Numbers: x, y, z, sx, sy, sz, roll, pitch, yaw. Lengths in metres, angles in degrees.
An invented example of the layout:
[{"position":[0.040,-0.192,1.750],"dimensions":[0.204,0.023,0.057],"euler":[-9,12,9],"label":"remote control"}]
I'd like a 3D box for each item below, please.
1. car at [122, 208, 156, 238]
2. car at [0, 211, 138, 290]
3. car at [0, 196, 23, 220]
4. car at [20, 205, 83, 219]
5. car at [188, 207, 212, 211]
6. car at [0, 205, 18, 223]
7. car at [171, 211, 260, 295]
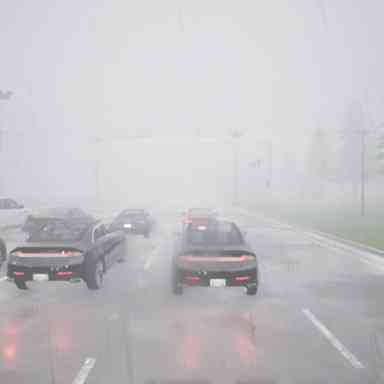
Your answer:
[{"position":[-3.055,1.563,17.780],"dimensions":[1.994,1.385,4.181],"euler":[0,0,0],"label":"car"},{"position":[-3.032,1.491,9.082],"dimensions":[2.128,1.511,4.902],"euler":[0,0,0],"label":"car"},{"position":[-10.048,1.221,16.705],"dimensions":[2.150,2.045,5.566],"euler":[0,0,0],"label":"car"},{"position":[-6.552,1.477,17.208],"dimensions":[1.882,1.535,5.008],"euler":[0,0,0],"label":"car"},{"position":[0.437,1.525,17.768],"dimensions":[1.812,1.442,4.674],"euler":[0,0,0],"label":"car"},{"position":[-6.532,1.352,8.035],"dimensions":[2.097,1.767,4.553],"euler":[0,0,0],"label":"car"},{"position":[0.482,1.491,8.687],"dimensions":[2.128,1.511,4.902],"euler":[0,0,0],"label":"car"}]
